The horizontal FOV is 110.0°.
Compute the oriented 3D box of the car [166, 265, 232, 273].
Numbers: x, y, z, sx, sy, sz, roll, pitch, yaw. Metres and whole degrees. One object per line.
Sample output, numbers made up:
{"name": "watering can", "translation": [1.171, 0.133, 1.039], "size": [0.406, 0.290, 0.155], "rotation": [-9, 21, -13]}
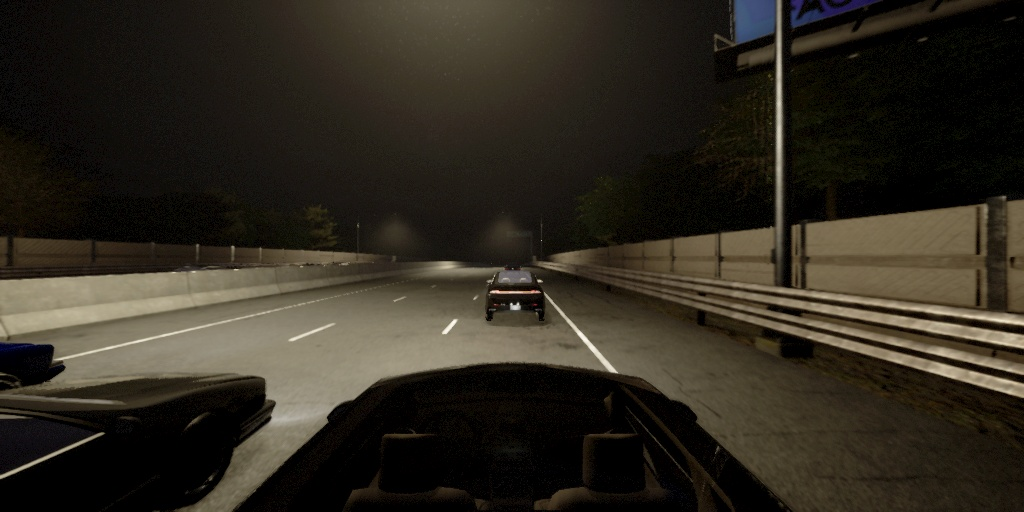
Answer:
{"name": "car", "translation": [-17.603, 1.269, 20.031], "size": [2.128, 1.511, 4.902], "rotation": [0, 0, 0]}

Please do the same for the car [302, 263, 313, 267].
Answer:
{"name": "car", "translation": [-24.586, 1.517, 44.382], "size": [1.994, 1.385, 4.181], "rotation": [0, -1, 0]}

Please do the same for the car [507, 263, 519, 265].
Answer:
{"name": "car", "translation": [0.092, 1.472, 41.451], "size": [2.033, 1.411, 5.357], "rotation": [0, -1, 0]}

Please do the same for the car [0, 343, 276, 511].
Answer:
{"name": "car", "translation": [-3.399, 1.297, 1.275], "size": [2.033, 1.411, 5.357], "rotation": [0, 0, 0]}

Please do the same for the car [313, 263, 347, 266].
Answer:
{"name": "car", "translation": [-21.098, 1.486, 42.951], "size": [2.033, 1.411, 5.357], "rotation": [0, -1, 0]}

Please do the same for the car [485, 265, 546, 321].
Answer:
{"name": "car", "translation": [0.098, 1.251, 12.576], "size": [2.128, 1.511, 4.902], "rotation": [0, 0, 0]}

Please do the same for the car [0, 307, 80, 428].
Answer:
{"name": "car", "translation": [-6.901, 1.351, 2.586], "size": [1.895, 1.301, 4.718], "rotation": [0, 0, 0]}
